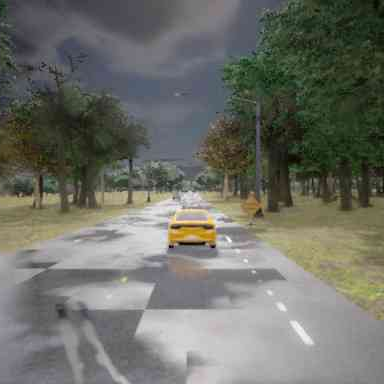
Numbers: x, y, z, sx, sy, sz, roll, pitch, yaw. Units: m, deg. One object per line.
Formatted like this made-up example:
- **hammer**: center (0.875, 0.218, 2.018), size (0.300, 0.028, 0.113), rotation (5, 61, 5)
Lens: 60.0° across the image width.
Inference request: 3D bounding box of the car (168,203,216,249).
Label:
- **car**: center (0.000, 1.485, 14.650), size (1.882, 1.535, 5.008), rotation (0, 0, 0)

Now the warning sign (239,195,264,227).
- **warning sign**: center (3.548, 1.114, 19.997), size (1.300, 1.860, 1.060), rotation (0, 0, 0)

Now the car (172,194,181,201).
- **car**: center (-3.500, 1.262, 76.741), size (1.837, 1.490, 4.892), rotation (0, 0, 0)
